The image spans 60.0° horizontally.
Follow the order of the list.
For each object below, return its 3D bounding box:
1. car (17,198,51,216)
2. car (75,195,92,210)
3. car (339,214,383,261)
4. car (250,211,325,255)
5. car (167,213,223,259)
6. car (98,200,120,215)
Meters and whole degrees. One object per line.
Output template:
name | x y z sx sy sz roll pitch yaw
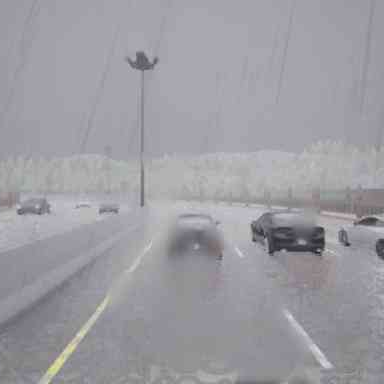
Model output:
car | -15.278 1.356 32.330 2.097 1.767 4.553 0 0 -9
car | -14.316 1.530 44.176 1.812 1.442 4.674 0 0 -17
car | 7.098 1.526 12.116 1.812 1.442 4.674 0 0 0
car | 3.596 1.478 13.301 1.882 1.535 5.008 0 0 0
car | 0.100 1.526 12.441 1.812 1.442 4.674 0 0 0
car | -8.558 1.528 34.616 1.812 1.442 4.674 0 0 -10
